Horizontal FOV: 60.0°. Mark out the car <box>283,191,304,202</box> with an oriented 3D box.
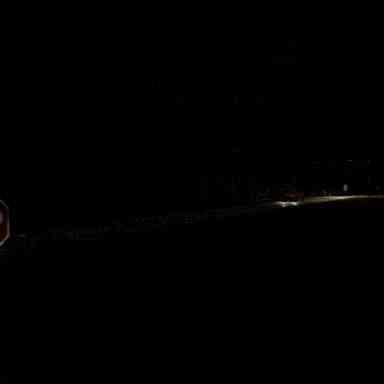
[{"bbox_3d":[15.004,0.617,49.066,1.882,1.535,5.008,-2,0,35],"label":"car"}]
